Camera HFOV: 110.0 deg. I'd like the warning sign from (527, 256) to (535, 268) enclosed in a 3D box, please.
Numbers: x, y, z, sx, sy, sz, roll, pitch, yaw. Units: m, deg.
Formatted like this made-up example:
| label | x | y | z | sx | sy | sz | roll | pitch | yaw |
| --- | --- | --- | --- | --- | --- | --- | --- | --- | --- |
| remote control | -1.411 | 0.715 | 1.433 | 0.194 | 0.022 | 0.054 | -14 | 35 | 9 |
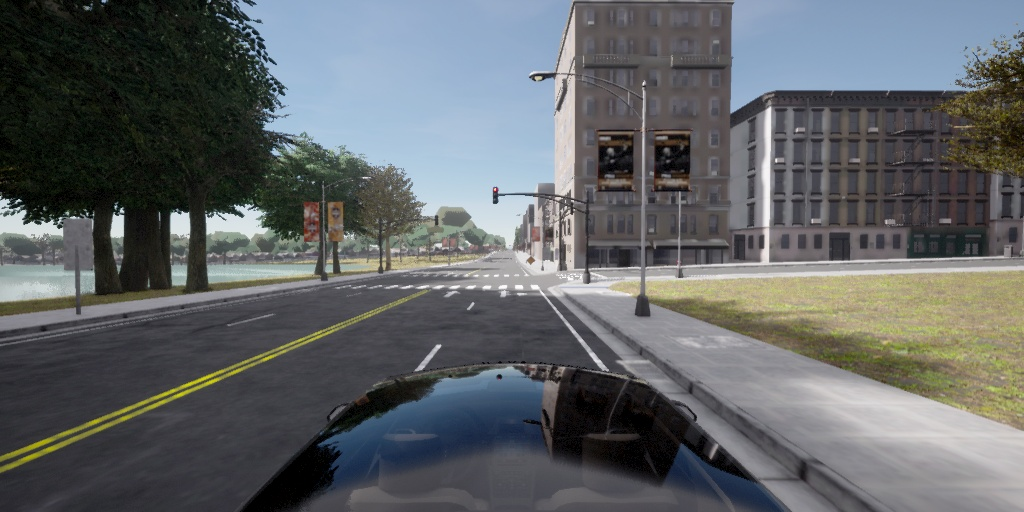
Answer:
| label | x | y | z | sx | sy | sz | roll | pitch | yaw |
| --- | --- | --- | --- | --- | --- | --- | --- | --- | --- |
| warning sign | 2.850 | 0.935 | 54.608 | 1.300 | 1.860 | 1.060 | 0 | 0 | 0 |
